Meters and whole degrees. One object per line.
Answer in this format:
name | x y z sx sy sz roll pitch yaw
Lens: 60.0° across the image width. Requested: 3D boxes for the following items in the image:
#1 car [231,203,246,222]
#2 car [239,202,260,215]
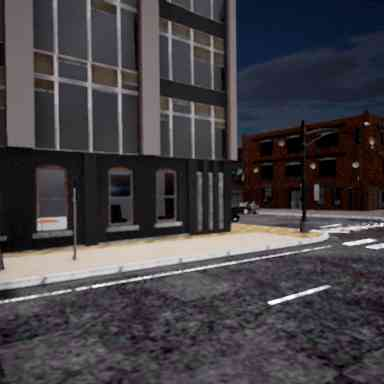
car | 2.219 1.879 28.926 1.947 1.339 4.313 -2 0 -37
car | 5.849 1.839 38.517 2.008 1.369 4.403 -2 0 -37
